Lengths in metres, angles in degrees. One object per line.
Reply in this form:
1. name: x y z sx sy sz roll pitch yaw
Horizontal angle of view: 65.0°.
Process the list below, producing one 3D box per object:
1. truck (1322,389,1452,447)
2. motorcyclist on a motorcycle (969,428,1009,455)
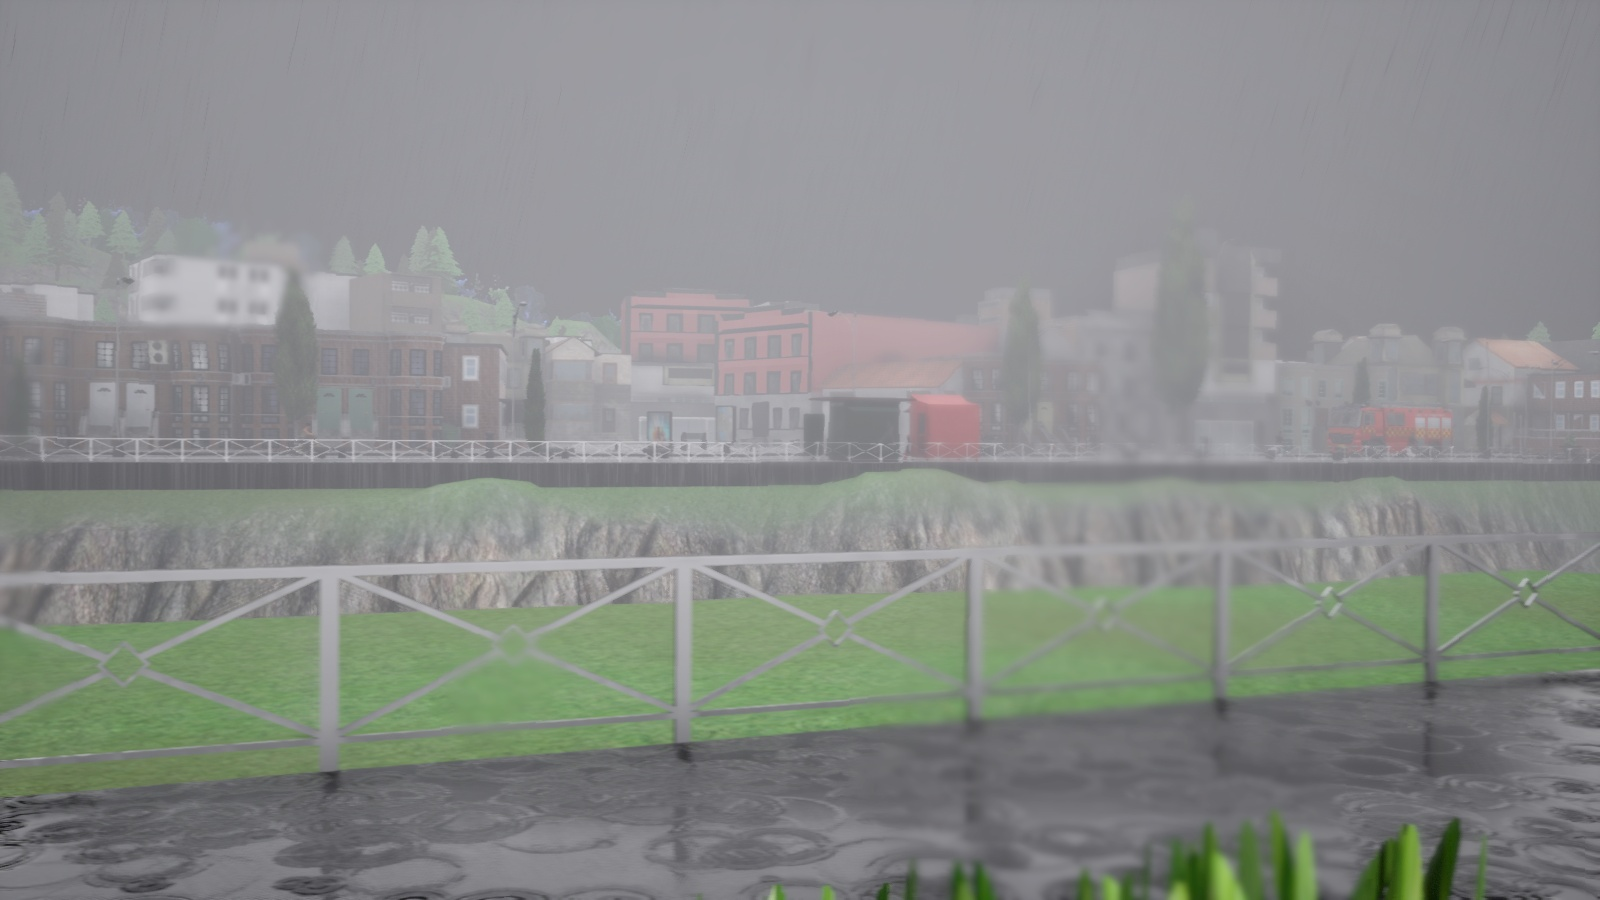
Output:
1. truck: 39.659 -2.173 84.777 8.468 3.827 2.891 -1 1 -21
2. motorcyclist on a motorcycle: 11.126 -0.490 73.971 2.191 1.530 0.866 -1 1 -20
